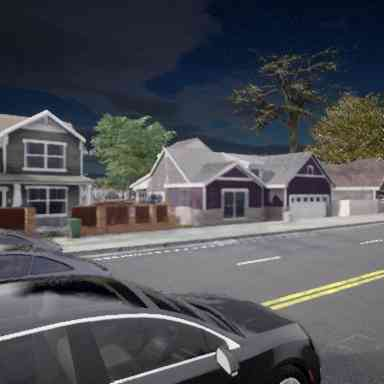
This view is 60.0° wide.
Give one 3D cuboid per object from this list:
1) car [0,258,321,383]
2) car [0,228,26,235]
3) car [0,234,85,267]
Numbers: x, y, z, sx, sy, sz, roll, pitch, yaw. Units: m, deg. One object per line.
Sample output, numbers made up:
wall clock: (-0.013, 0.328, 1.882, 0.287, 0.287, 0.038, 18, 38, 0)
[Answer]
car: (-0.896, 1.512, 2.799, 4.892, 1.490, 1.837, 1, 0, -36)
car: (-5.264, 1.566, 7.913, 4.181, 1.385, 1.994, 1, 0, -36)
car: (-3.359, 1.566, 5.281, 4.181, 1.385, 1.994, 1, 0, -36)
